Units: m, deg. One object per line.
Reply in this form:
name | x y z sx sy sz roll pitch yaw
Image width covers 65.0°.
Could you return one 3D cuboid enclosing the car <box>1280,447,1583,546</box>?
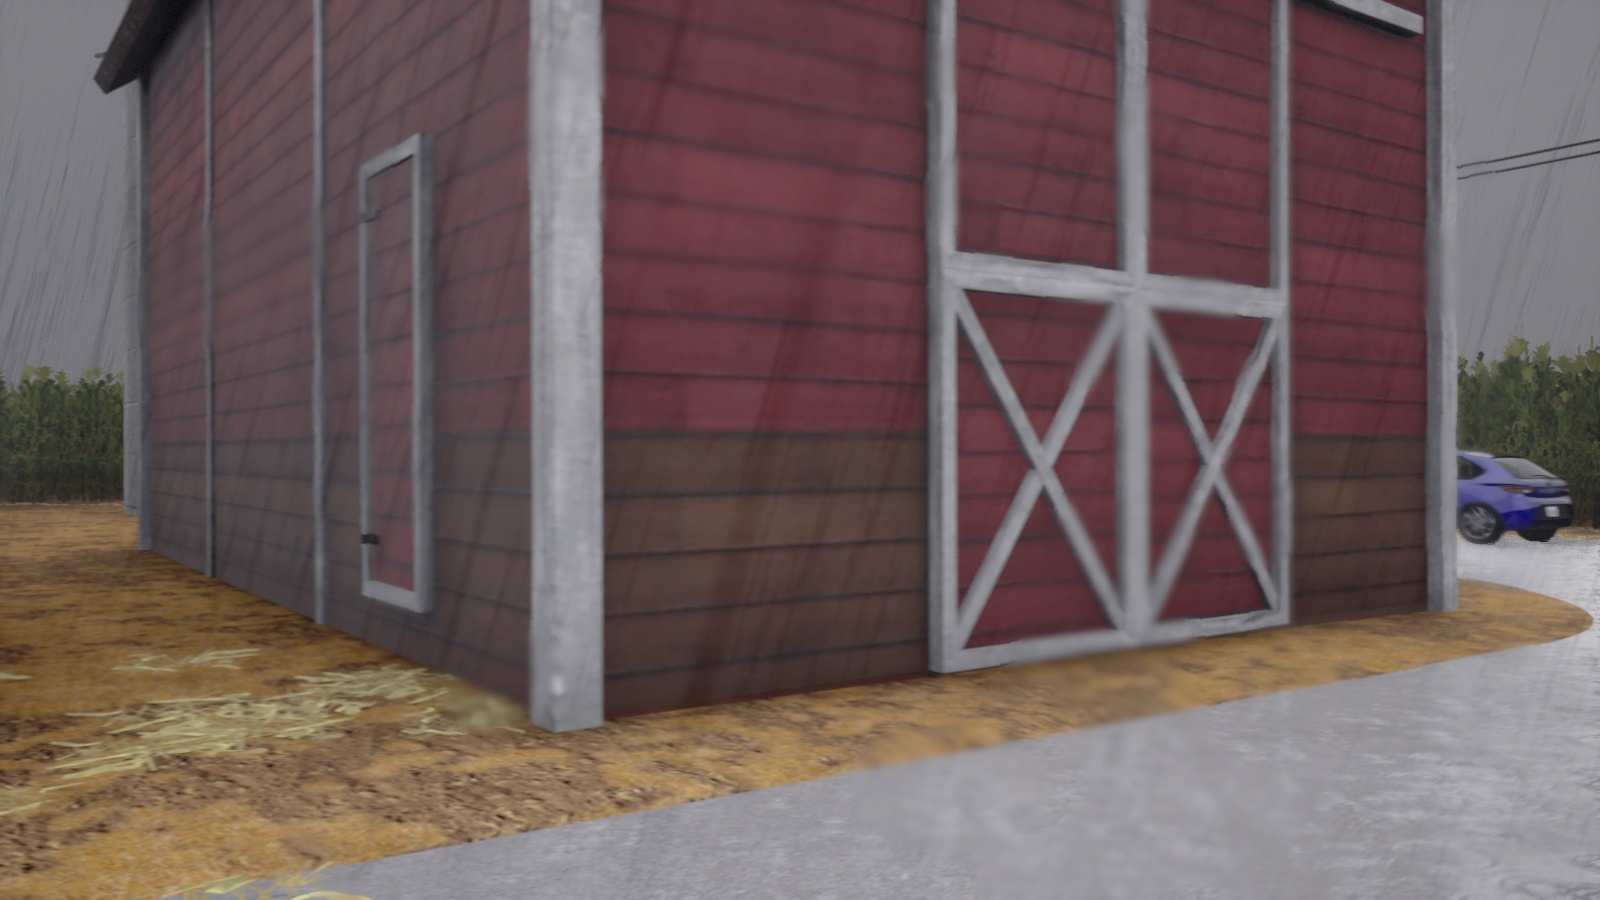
car | 10.359 0.697 20.920 1.816 1.474 4.193 0 0 -31
